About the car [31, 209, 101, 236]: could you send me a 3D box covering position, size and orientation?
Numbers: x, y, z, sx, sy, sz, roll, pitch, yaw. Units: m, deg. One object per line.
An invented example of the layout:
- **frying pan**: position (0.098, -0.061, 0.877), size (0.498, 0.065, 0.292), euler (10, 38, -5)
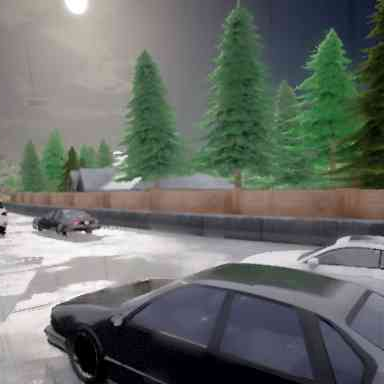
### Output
- **car**: position (-7.422, 1.694, 19.381), size (5.357, 1.411, 2.033), euler (-1, 0, 43)

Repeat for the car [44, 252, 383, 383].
- **car**: position (0.585, 1.566, 3.648), size (5.357, 1.411, 2.033), euler (-1, 0, 37)

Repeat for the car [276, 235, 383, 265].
- **car**: position (3.091, 1.547, 6.173), size (4.674, 1.442, 1.812), euler (-1, 0, 36)

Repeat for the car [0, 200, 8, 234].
- **car**: position (-12.721, 1.394, 19.635), size (5.566, 2.045, 2.150), euler (-1, 0, 44)

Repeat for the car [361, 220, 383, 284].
- **car**: position (6.742, 1.540, 7.849), size (4.674, 1.442, 1.812), euler (0, 0, 35)
